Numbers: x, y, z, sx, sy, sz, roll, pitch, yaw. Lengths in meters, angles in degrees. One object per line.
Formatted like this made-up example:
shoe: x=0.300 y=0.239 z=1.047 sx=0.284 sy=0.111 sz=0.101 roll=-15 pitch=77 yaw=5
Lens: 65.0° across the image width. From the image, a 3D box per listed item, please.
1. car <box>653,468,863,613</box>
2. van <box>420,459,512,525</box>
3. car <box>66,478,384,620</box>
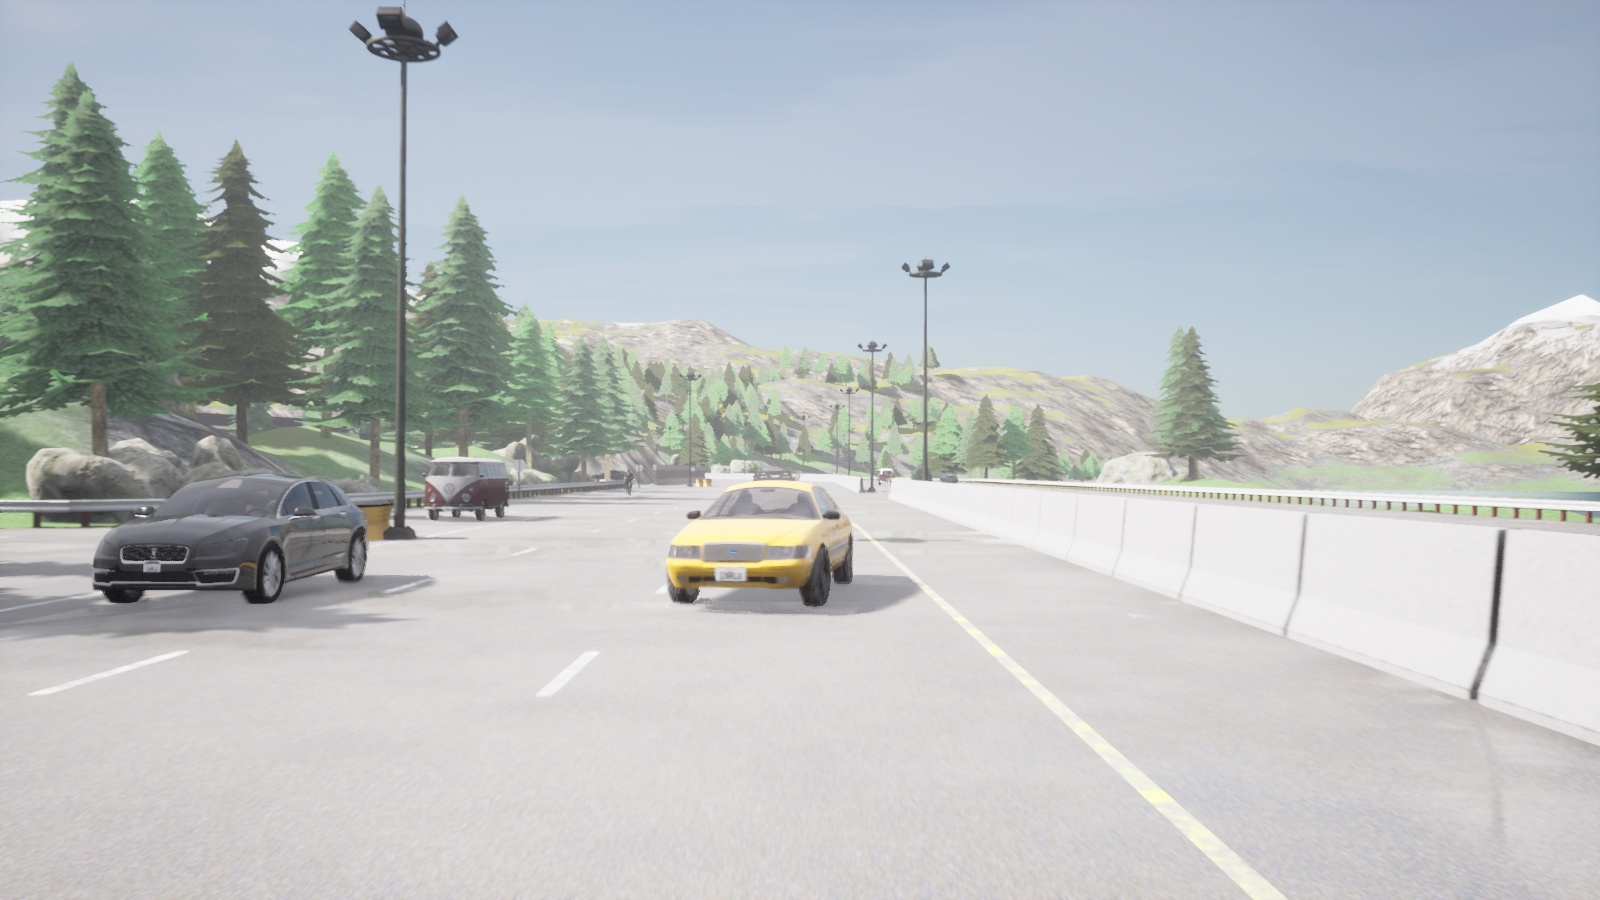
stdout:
car: x=-0.340 y=1.043 z=16.478 sx=1.801 sy=1.575 sz=5.366 roll=-1 pitch=-1 yaw=9
van: x=-10.600 y=1.310 z=40.177 sx=1.775 sy=1.987 sz=4.442 roll=0 pitch=-1 yaw=0
car: x=-7.040 y=1.128 z=16.064 sx=1.837 sy=1.490 sz=4.892 roll=0 pitch=-1 yaw=0
